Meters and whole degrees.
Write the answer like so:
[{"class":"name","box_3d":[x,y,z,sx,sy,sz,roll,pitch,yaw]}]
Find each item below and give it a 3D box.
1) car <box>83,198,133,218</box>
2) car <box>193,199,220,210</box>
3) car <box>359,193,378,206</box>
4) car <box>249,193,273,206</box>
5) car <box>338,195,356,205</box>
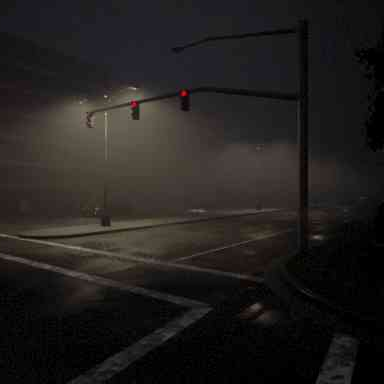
[{"class":"car","box_3d":[-7.502,1.352,29.953,2.097,1.767,4.553,0,0,36]},{"class":"car","box_3d":[1.931,1.565,42.950,1.994,1.385,4.181,0,0,36]},{"class":"car","box_3d":[28.732,1.221,54.038,2.150,2.045,5.566,0,0,36]},{"class":"car","box_3d":[11.758,1.134,56.349,2.150,2.045,5.566,0,0,36]},{"class":"car","box_3d":[26.667,1.352,57.152,2.097,1.767,4.553,0,0,36]}]
